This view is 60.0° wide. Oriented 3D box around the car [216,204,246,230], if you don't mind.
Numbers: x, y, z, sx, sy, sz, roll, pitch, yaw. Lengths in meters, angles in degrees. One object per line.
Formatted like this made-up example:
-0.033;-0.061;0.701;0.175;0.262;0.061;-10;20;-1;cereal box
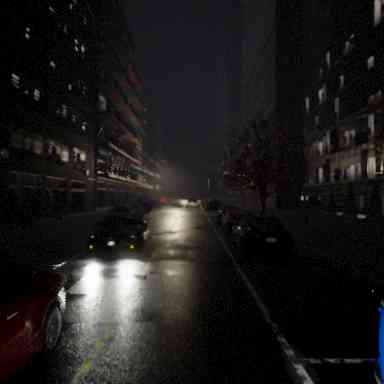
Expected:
2.615;1.611;18.601;1.887;1.381;4.507;1;0;0;car

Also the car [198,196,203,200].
2.719;1.753;63.821;1.887;1.381;4.507;1;0;0;car

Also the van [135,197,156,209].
-5.222;1.445;35.829;1.690;1.788;3.998;1;0;0;van

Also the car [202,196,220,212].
2.669;1.578;41.211;1.967;1.590;4.097;1;0;0;car

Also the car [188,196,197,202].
0.185;1.676;81.442;2.128;1.511;4.902;0;0;0;car

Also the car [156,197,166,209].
-5.200;1.721;47.122;1.802;1.307;4.206;1;0;0;car

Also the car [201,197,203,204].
2.680;1.700;46.864;1.887;1.381;4.507;1;0;0;car

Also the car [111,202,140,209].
-5.252;1.650;24.536;1.802;1.307;4.206;1;0;0;car

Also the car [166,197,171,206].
-5.174;1.719;58.415;1.887;1.381;4.507;1;0;0;car

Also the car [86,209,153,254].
-2.822;1.602;13.546;1.994;1.385;4.181;0;0;-1;car

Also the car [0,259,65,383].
-2.845;1.531;3.406;1.812;1.442;4.674;0;0;0;car

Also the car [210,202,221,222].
2.628;1.650;24.254;1.947;1.339;4.313;1;0;0;car

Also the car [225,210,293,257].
2.601;1.614;12.948;1.947;1.339;4.313;1;0;0;car

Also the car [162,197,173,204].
-5.148;1.760;69.708;2.008;1.369;4.403;1;0;0;car

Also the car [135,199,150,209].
-5.239;1.611;30.012;1.752;1.417;4.829;1;0;0;car

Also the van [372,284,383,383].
2.579;1.353;1.644;1.690;1.788;3.998;1;0;0;van

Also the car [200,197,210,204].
2.732;1.807;69.473;1.802;1.307;4.206;1;0;0;car

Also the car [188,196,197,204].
0.162;1.739;71.547;1.994;1.385;4.181;0;0;0;car
